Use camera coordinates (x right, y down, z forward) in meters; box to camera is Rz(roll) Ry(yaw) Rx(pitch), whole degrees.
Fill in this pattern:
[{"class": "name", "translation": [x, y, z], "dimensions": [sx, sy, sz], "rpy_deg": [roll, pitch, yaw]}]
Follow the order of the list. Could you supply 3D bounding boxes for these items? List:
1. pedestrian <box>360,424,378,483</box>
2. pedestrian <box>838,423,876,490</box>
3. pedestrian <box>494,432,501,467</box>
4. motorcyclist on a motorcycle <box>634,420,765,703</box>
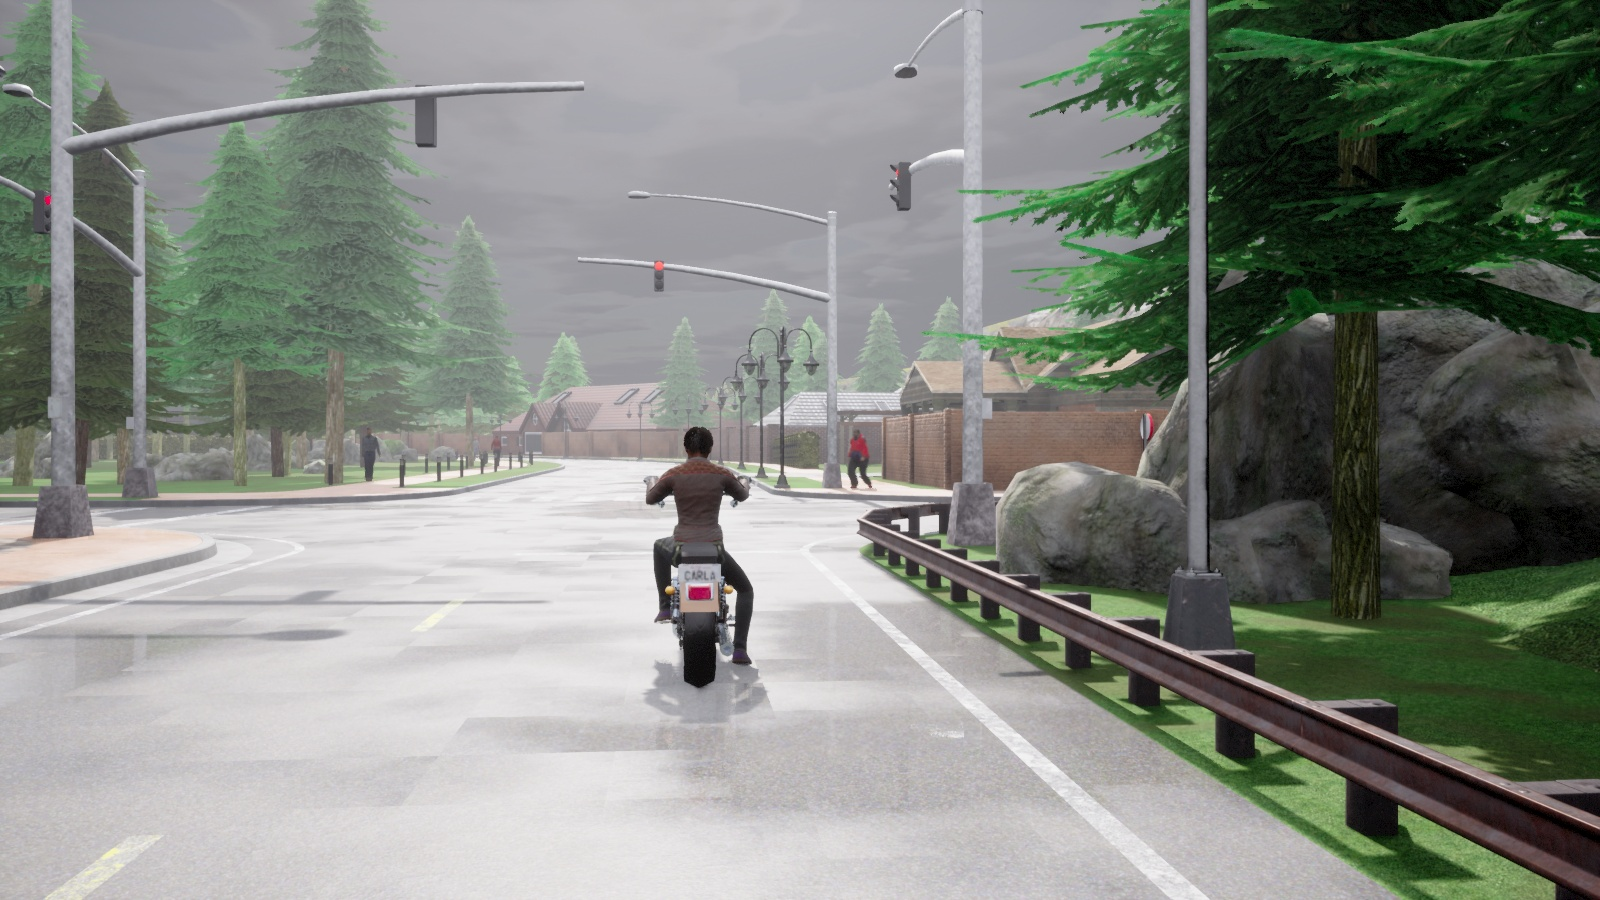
[{"class": "pedestrian", "translation": [-14.472, 0.122, 42.189], "dimensions": [0.423, 1.949, 0.788], "rpy_deg": [0, 0, -6]}, {"class": "pedestrian", "translation": [1.617, 0.184, 35.355], "dimensions": [0.634, 1.844, 0.899], "rpy_deg": [0, 0, 44]}, {"class": "pedestrian", "translation": [-16.262, -0.022, 67.470], "dimensions": [0.331, 1.846, 0.636], "rpy_deg": [0, 0, -9]}, {"class": "motorcyclist on a motorcycle", "translation": [-0.693, 0.648, 8.534], "dimensions": [0.766, 1.649, 2.350], "rpy_deg": [0, 0, -5]}]
